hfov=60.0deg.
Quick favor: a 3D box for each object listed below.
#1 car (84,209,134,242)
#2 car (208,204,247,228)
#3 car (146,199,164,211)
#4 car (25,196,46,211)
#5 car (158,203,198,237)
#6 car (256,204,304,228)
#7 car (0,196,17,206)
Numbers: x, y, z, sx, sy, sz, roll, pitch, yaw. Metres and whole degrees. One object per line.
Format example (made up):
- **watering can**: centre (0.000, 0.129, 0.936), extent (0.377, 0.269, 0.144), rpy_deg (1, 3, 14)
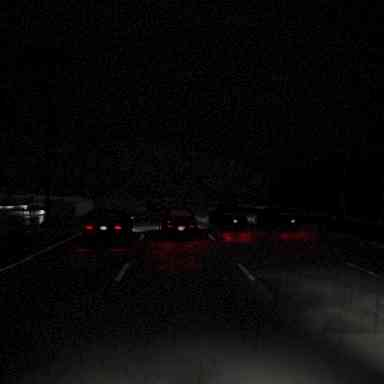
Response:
- **car**: centre (-3.991, 1.574, 16.527), extent (2.033, 1.411, 5.357), rpy_deg (0, 0, -6)
- **car**: centre (2.291, 1.548, 22.433), extent (2.128, 1.511, 4.902), rpy_deg (0, 0, -8)
- **car**: centre (-4.619, 1.558, 41.757), extent (1.882, 1.535, 5.008), rpy_deg (1, 0, -14)
- **car**: centre (-19.452, 1.568, 42.338), extent (1.812, 1.442, 4.674), rpy_deg (0, 0, -14)
- **car**: centre (-0.782, 1.564, 18.286), extent (1.812, 1.442, 4.674), rpy_deg (0, 0, -6)
- **car**: centre (5.794, 1.558, 22.522), extent (2.128, 1.511, 4.902), rpy_deg (0, 0, -7)
- **car**: centre (-30.585, 1.393, 55.174), extent (2.097, 1.767, 4.553), rpy_deg (0, 0, -19)
